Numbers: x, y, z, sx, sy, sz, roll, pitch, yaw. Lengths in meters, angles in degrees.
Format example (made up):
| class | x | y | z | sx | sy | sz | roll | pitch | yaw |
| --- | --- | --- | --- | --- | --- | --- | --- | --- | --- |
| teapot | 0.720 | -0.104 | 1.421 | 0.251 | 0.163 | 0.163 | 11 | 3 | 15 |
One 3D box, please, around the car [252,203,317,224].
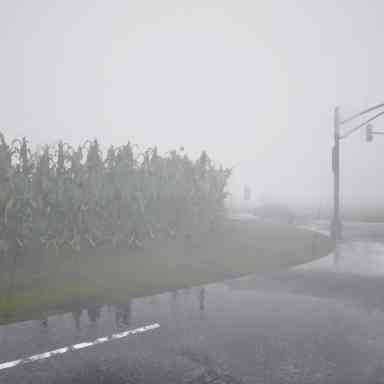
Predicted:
| class | x | y | z | sx | sy | sz | roll | pitch | yaw |
| --- | --- | --- | --- | --- | --- | --- | --- | --- | --- |
| car | 6.672 | 1.512 | 24.740 | 2.033 | 1.411 | 5.357 | 1 | 0 | -26 |
